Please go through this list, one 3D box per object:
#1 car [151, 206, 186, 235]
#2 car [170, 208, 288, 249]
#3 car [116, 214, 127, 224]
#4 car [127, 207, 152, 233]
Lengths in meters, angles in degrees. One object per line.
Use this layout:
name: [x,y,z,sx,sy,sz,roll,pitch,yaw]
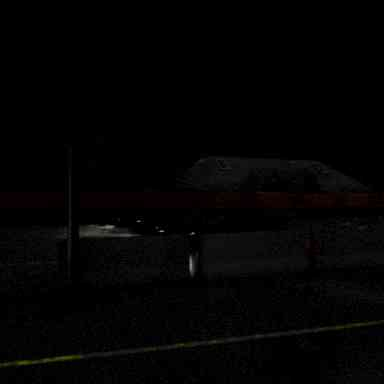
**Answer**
car: [0.513,1.678,18.028,4.892,1.490,1.837,0,0,-16]
car: [1.778,1.620,14.755,5.008,1.535,1.882,0,0,-16]
car: [-2.770,1.780,24.339,5.357,1.411,2.033,0,-1,-15]
car: [-1.370,1.680,21.140,5.008,1.535,1.882,0,-1,-15]
